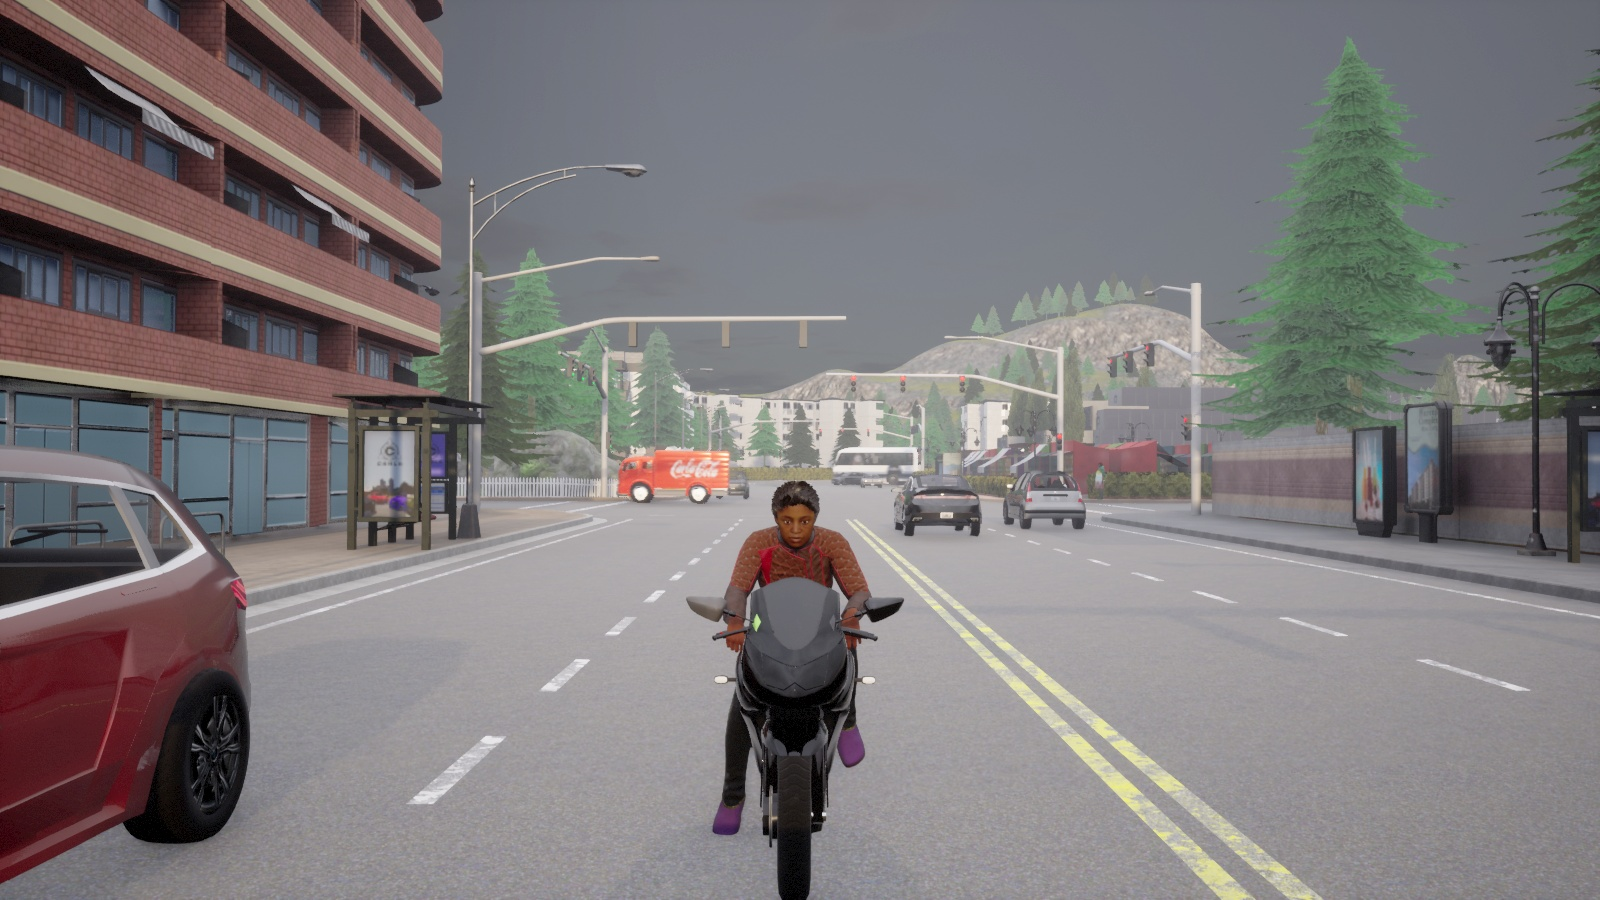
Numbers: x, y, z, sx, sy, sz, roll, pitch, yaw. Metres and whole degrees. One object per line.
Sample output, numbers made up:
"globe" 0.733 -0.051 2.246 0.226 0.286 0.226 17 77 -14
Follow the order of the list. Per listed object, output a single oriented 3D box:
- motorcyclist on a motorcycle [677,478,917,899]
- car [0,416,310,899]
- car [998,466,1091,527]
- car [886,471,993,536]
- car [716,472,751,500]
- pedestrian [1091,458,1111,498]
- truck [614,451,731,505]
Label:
"motorcyclist on a motorcycle" -0.013 0.884 5.210 0.797 1.523 2.044 0 -1 0
"car" -3.511 0.737 3.845 2.242 1.667 4.611 0 -1 0
"car" 6.913 1.286 35.846 1.851 1.617 3.988 0 -1 0
"car" 3.423 1.288 31.691 2.128 1.511 4.902 0 -1 0
"car" -3.670 1.978 69.887 1.789 1.549 3.705 0 -1 0
"pedestrian" 14.978 1.400 62.524 0.873 1.952 0.659 0 -1 2
"truck" -5.902 1.314 58.613 5.204 2.467 2.627 0 -1 -1
